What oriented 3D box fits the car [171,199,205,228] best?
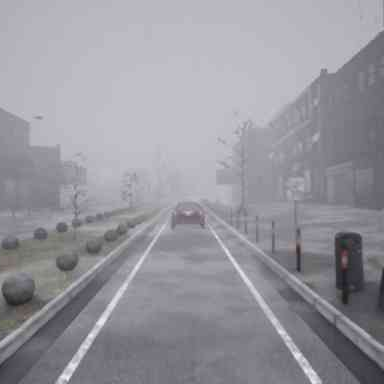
[{"bbox_3d":[-0.260,1.362,22.300,2.097,1.767,4.553,0,0,-1],"label":"car"}]

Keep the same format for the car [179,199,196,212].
[{"bbox_3d":[-0.585,1.578,41.618,2.033,1.411,5.357,0,0,-1],"label":"car"}]
